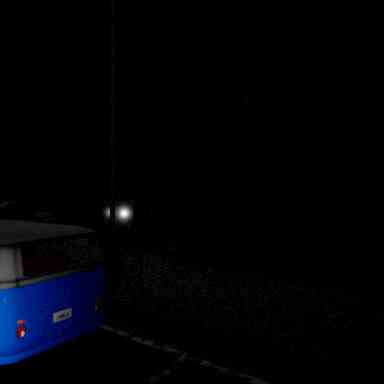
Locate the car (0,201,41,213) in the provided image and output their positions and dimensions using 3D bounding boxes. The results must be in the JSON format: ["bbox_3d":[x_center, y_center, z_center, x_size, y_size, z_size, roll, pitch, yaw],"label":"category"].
[{"bbox_3d":[-15.370,1.511,28.482,1.812,1.442,4.674,0,0,33],"label":"car"}]

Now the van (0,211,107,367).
[{"bbox_3d":[-3.163,1.340,5.334,3.998,1.788,1.690,0,0,36],"label":"van"}]
